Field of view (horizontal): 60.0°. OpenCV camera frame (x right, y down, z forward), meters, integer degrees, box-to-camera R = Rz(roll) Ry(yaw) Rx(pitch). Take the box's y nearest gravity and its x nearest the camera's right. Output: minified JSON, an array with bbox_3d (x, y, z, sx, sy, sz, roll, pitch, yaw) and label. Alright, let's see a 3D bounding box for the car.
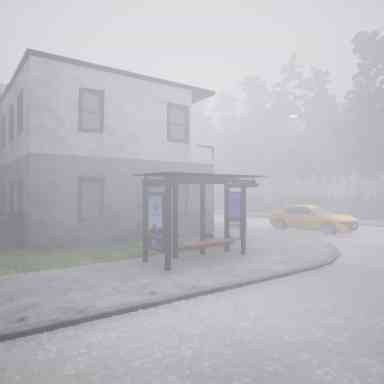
[{"bbox_3d":[6.684,1.478,18.707,1.882,1.535,5.008,0,0,-37],"label":"car"}]
